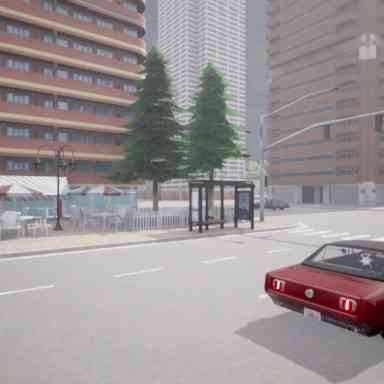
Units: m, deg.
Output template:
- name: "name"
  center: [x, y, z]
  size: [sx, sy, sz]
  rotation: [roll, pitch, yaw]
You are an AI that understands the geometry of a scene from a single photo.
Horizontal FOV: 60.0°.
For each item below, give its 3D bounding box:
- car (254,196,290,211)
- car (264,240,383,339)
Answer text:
- name: "car"
  center: [9.974, 1.601, 42.736]
  size: [2.033, 1.411, 5.357]
  rotation: [0, 0, -36]
- name: "car"
  center: [3.663, 1.600, 6.421]
  size: [4.718, 1.301, 1.895]
  rotation: [0, 0, -36]
